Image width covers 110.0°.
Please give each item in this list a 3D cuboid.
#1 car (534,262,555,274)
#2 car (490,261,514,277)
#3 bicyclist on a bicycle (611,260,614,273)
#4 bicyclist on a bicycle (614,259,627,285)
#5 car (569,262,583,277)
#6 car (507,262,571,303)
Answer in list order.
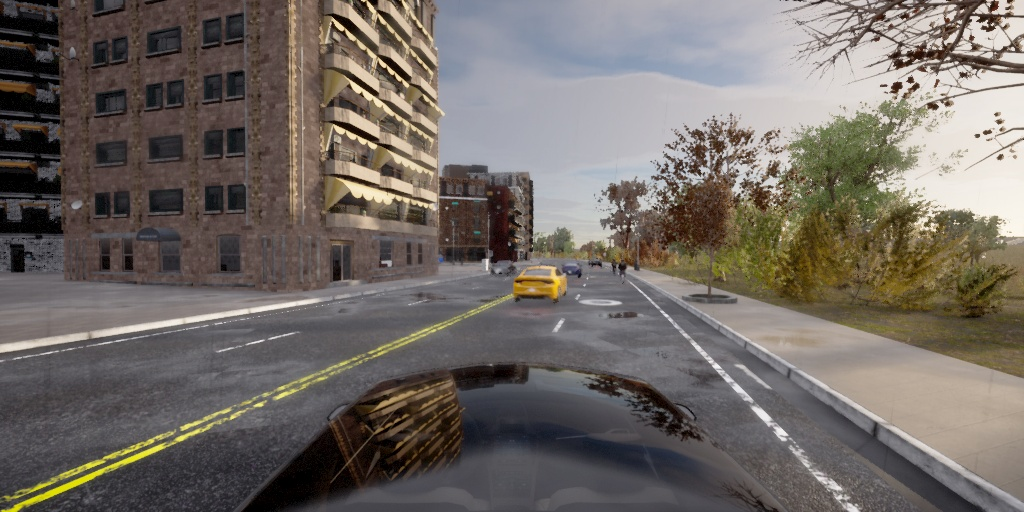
[{"bbox_3d":[3.906,1.340,42.106,1.895,1.301,4.718,0,0,12],"label":"car"},{"bbox_3d":[-0.824,1.237,35.855,2.128,1.511,4.902,0,0,13],"label":"car"},{"bbox_3d":[10.078,1.190,35.365,0.582,1.620,1.656,0,0,13],"label":"bicyclist on a bicycle"},{"bbox_3d":[7.562,1.113,24.602,0.659,1.776,1.843,0,0,14],"label":"bicyclist on a bicycle"},{"bbox_3d":[5.750,1.266,34.579,1.812,1.442,4.674,0,0,13],"label":"car"},{"bbox_3d":[1.443,1.224,16.781,1.882,1.535,5.008,0,0,14],"label":"car"}]
